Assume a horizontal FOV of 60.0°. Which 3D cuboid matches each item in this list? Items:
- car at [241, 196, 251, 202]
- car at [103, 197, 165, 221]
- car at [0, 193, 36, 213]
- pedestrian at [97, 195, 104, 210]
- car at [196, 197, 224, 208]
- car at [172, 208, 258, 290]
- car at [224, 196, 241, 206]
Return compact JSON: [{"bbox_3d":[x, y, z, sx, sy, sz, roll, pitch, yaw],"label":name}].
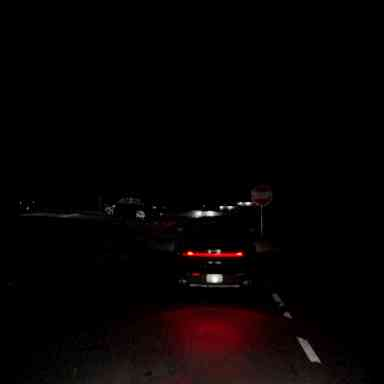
[{"bbox_3d":[10.553,1.359,66.099,1.895,1.301,4.718,0,0,15],"label":"car"},{"bbox_3d":[-4.258,1.121,24.151,4.902,1.511,2.128,5,1,29],"label":"car"},{"bbox_3d":[-13.409,0.712,23.087,4.718,1.301,1.895,3,0,8],"label":"car"},{"bbox_3d":[-7.958,0.666,28.834,0.375,1.860,0.375,0,-3,7],"label":"pedestrian"},{"bbox_3d":[1.765,1.263,35.645,1.994,1.385,4.181,0,0,15],"label":"car"},{"bbox_3d":[0.608,1.375,8.746,1.837,1.490,4.892,0,0,4],"label":"car"},{"bbox_3d":[5.313,1.261,47.935,2.033,1.411,5.357,0,0,17],"label":"car"}]
